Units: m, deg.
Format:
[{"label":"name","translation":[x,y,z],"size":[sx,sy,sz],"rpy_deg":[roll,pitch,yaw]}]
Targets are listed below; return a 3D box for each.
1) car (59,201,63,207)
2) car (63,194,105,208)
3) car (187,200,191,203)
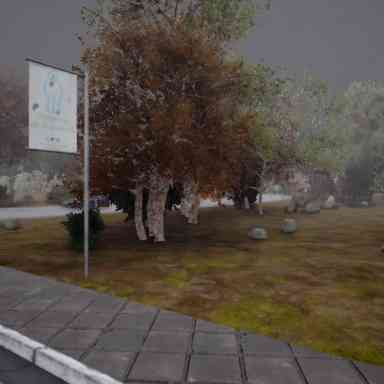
[{"label":"car","translation":[-16.243,1.480,47.002],"size":[1.837,1.490,4.892],"rpy_deg":[0,0,38]},{"label":"car","translation":[-13.795,1.197,44.439],"size":[2.150,2.045,5.566],"rpy_deg":[0,0,38]},{"label":"car","translation":[-2.005,1.253,60.074],"size":[2.097,1.767,4.553],"rpy_deg":[0,0,35]}]
